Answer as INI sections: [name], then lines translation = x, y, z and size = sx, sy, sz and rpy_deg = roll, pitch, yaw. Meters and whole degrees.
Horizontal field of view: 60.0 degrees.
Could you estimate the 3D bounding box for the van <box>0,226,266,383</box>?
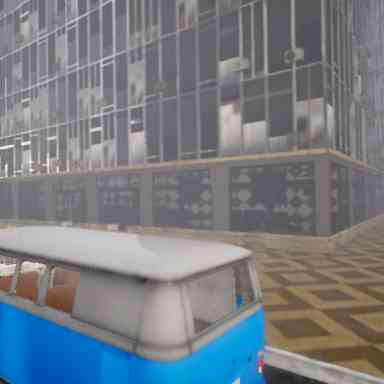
[van]
translation = -1.185, 1.351, 3.745
size = 3.998, 1.788, 1.690
rpy_deg = 0, -1, 36
